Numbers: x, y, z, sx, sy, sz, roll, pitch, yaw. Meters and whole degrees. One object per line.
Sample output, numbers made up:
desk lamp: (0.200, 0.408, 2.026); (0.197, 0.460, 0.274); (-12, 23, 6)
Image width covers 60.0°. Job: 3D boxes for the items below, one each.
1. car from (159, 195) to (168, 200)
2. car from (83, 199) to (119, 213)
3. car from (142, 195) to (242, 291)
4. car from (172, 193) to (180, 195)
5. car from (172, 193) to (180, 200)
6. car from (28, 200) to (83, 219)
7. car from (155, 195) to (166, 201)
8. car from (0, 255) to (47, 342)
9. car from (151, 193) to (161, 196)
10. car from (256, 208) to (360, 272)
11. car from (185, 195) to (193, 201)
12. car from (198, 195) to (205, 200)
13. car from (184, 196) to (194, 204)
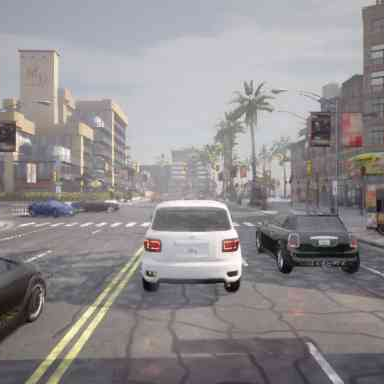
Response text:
car: (-7.906, 1.540, 92.927); (2.033, 1.411, 5.357); (0, 0, -1)
car: (-10.571, 1.477, 36.563); (5.008, 1.535, 1.882); (0, 1, -11)
car: (-0.015, 1.221, 9.151); (2.150, 2.045, 5.566); (0, 0, 0)
car: (-4.205, 1.540, 72.880); (2.033, 1.411, 5.357); (0, 0, -1)
car: (-4.413, 1.225, 93.174); (2.150, 2.045, 5.566); (0, 0, -1)
car: (-12.394, 1.478, 29.537); (5.008, 1.535, 1.882); (0, -1, 31)
car: (-7.801, 1.525, 82.588); (2.128, 1.511, 4.902); (0, 0, -1)
car: (-3.635, 1.564, 4.408); (1.994, 1.385, 4.181); (0, 0, -1)
car: (-7.705, 1.225, 72.866); (2.150, 2.045, 5.566); (0, 0, -1)
car: (3.479, 1.352, 10.889); (2.097, 1.767, 4.553); (0, 0, 0)
car: (-0.822, 1.540, 84.707); (2.033, 1.411, 5.357); (0, 0, -1)
car: (2.612, 1.524, 91.443); (1.812, 1.442, 4.674); (0, 0, -1)
car: (-0.524, 1.477, 62.280); (1.882, 1.535, 5.008); (0, 0, 0)
